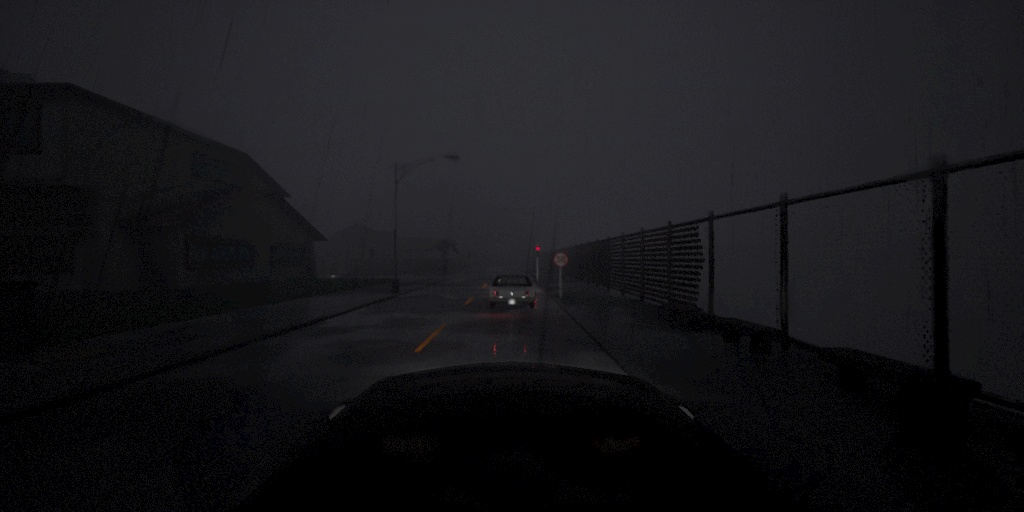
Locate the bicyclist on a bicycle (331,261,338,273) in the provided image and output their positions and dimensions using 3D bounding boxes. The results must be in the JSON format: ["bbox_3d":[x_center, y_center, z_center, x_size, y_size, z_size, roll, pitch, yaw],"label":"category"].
[{"bbox_3d":[-24.053,1.532,48.590,0.582,1.620,1.656,0,0,0],"label":"bicyclist on a bicycle"}]

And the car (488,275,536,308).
[{"bbox_3d":[0.003,1.482,15.953,1.895,1.301,4.718,0,0,0],"label":"car"}]
